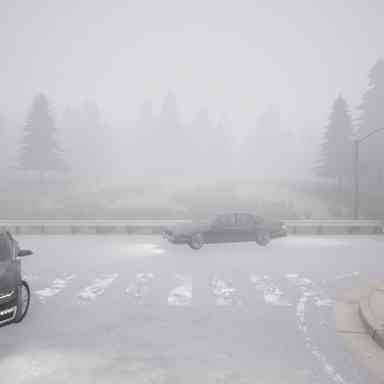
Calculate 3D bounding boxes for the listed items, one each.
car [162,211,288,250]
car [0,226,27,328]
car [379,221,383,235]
[{"bbox_3d":[1.461,1.548,14.318,5.357,1.411,2.033,0,0,-20],"label":"car"},{"bbox_3d":[-4.456,1.505,6.678,1.837,1.490,4.892,0,0,-28],"label":"car"},{"bbox_3d":[11.240,1.492,15.195,4.902,1.511,2.128,0,0,0],"label":"car"}]
